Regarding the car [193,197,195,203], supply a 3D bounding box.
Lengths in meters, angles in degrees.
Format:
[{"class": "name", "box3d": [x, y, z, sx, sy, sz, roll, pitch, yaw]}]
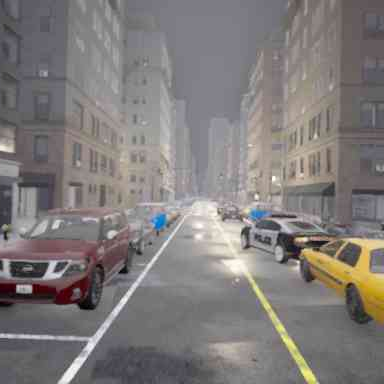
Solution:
[{"class": "car", "box3d": [-1.017, 2.160, 74.784, 2.192, 1.841, 5.009, 2, -1, 2]}]

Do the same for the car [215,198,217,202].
[{"class": "car", "box3d": [7.786, 2.747, 85.739, 2.008, 1.369, 4.403, 2, -1, 2]}]

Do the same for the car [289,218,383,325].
[{"class": "car", "box3d": [3.879, 1.655, 7.430, 1.801, 1.575, 5.366, 2, -1, 1]}]

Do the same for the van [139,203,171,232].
[{"class": "van", "box3d": [-2.453, 1.518, 19.433, 1.690, 1.788, 3.998, 1, -1, 2]}]

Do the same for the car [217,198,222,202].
[{"class": "car", "box3d": [7.503, 2.388, 74.576, 2.192, 1.841, 5.009, 2, -1, 2]}]

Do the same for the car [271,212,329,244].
[{"class": "car", "box3d": [6.062, 1.955, 19.220, 2.008, 1.369, 4.403, 2, -1, 1]}]

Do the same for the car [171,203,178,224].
[{"class": "car", "box3d": [-2.315, 1.772, 24.927, 1.752, 1.417, 4.829, 2, -1, 2]}]

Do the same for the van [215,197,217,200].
[{"class": "van", "box3d": [7.937, 2.597, 91.324, 1.690, 1.788, 3.998, 2, -1, 2]}]

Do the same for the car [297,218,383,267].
[{"class": "car", "box3d": [5.915, 1.896, 13.554, 1.947, 1.339, 4.313, 1, -1, 2]}]

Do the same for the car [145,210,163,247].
[{"class": "car", "box3d": [-2.605, 1.653, 13.764, 2.008, 1.369, 4.403, 1, -1, 2]}]

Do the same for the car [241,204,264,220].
[{"class": "car", "box3d": [6.507, 2.142, 36.393, 1.752, 1.417, 4.829, 2, -1, 2]}]

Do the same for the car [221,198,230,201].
[{"class": "car", "box3d": [7.210, 2.382, 63.409, 1.967, 1.590, 4.097, 2, -1, 2]}]

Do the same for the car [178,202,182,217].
[{"class": "car", "box3d": [-2.168, 1.842, 30.594, 1.752, 1.417, 4.829, 2, -1, 2]}]

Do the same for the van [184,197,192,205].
[{"class": "van", "box3d": [-0.873, 2.249, 80.367, 1.690, 1.788, 3.998, 2, -1, 2]}]

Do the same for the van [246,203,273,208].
[{"class": "van", "box3d": [6.361, 1.887, 30.558, 1.690, 1.788, 3.998, 2, -1, 2]}]

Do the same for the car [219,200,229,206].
[{"class": "car", "box3d": [7.641, 2.702, 80.155, 1.947, 1.339, 4.313, 2, -1, 2]}]

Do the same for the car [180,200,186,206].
[{"class": "car", "box3d": [-2.017, 1.937, 36.429, 2.008, 1.369, 4.403, 2, -1, 2]}]

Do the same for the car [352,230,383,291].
[{"class": "car", "box3d": [5.768, 1.821, 7.888, 1.947, 1.339, 4.313, 1, -1, 2]}]

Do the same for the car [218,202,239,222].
[{"class": "car", "box3d": [3.718, 2.011, 31.446, 1.812, 1.442, 4.674, 2, -1, 2]}]

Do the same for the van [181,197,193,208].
[{"class": "van", "box3d": [-1.308, 2.056, 63.616, 1.690, 1.788, 3.998, 2, -1, 2]}]

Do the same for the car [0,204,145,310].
[{"class": "car", "box3d": [-2.745, 1.343, 8.102, 2.192, 1.841, 5.009, 1, -1, 2]}]

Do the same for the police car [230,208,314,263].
[{"class": "police car", "box3d": [3.517, 1.686, 13.269, 1.930, 1.638, 5.238, 2, -1, -15]}]

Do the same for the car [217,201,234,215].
[{"class": "car", "box3d": [4.173, 2.218, 41.976, 1.895, 1.301, 4.718, 1, -1, 7]}]
